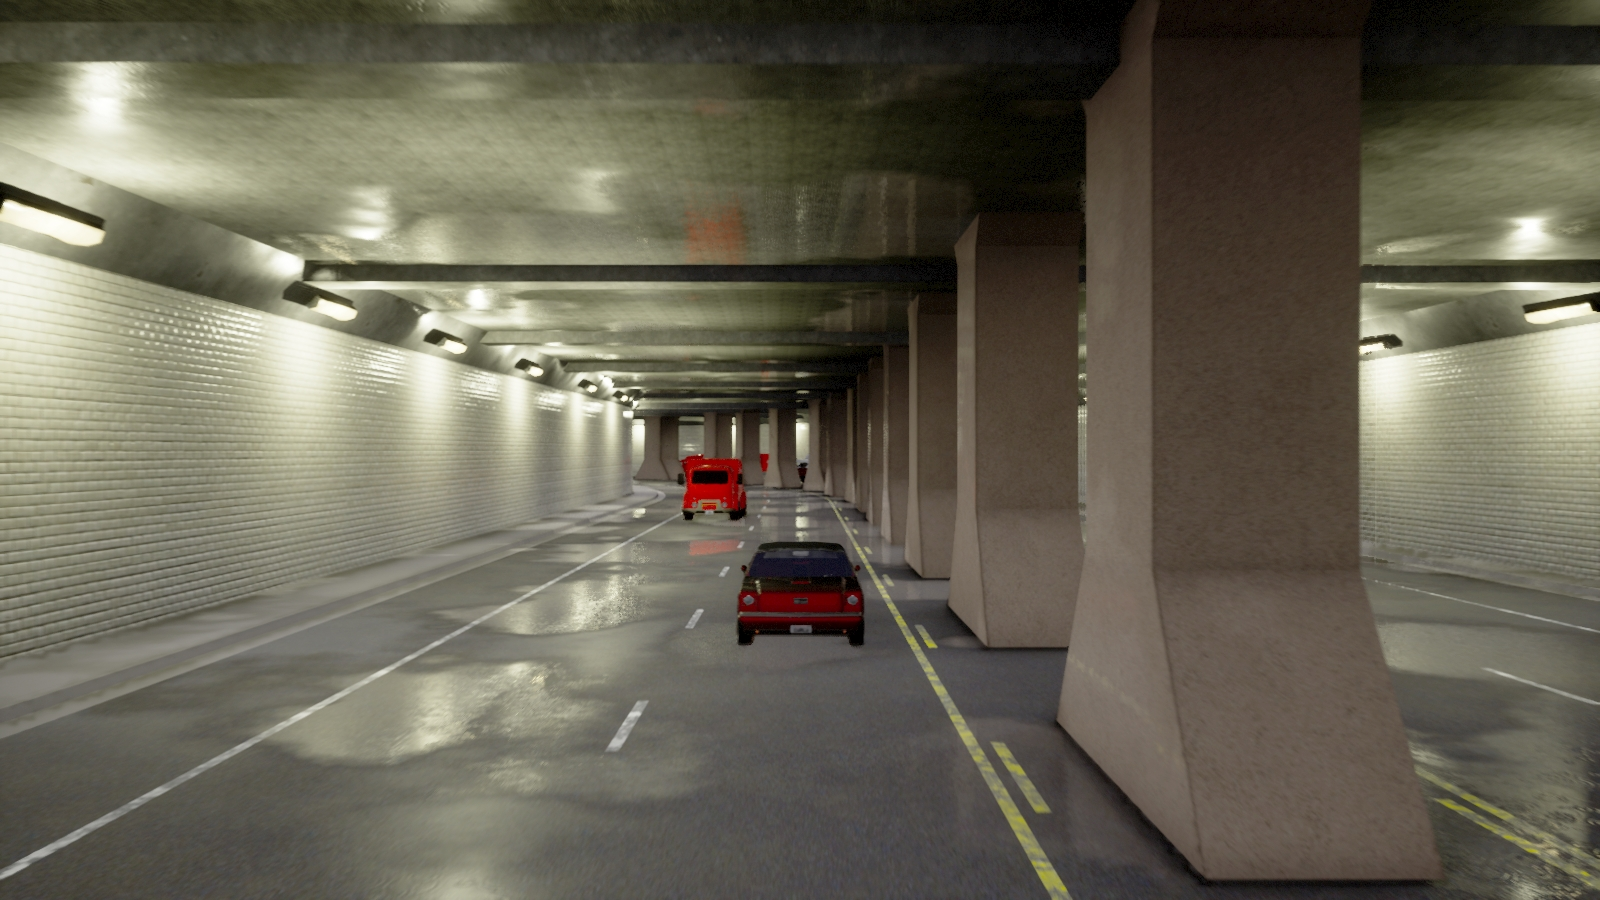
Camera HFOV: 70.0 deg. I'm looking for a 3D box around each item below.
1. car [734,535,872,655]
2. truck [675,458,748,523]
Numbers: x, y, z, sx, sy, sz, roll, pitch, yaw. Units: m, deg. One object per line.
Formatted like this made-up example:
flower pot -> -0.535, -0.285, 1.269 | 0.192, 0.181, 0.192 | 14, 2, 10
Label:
car -> 0.042, 2.155, 17.971 | 1.895, 1.301, 4.718 | 0, 0, 0
truck -> -3.508, 1.568, 46.359 | 2.627, 2.467, 5.204 | 0, 0, -1
